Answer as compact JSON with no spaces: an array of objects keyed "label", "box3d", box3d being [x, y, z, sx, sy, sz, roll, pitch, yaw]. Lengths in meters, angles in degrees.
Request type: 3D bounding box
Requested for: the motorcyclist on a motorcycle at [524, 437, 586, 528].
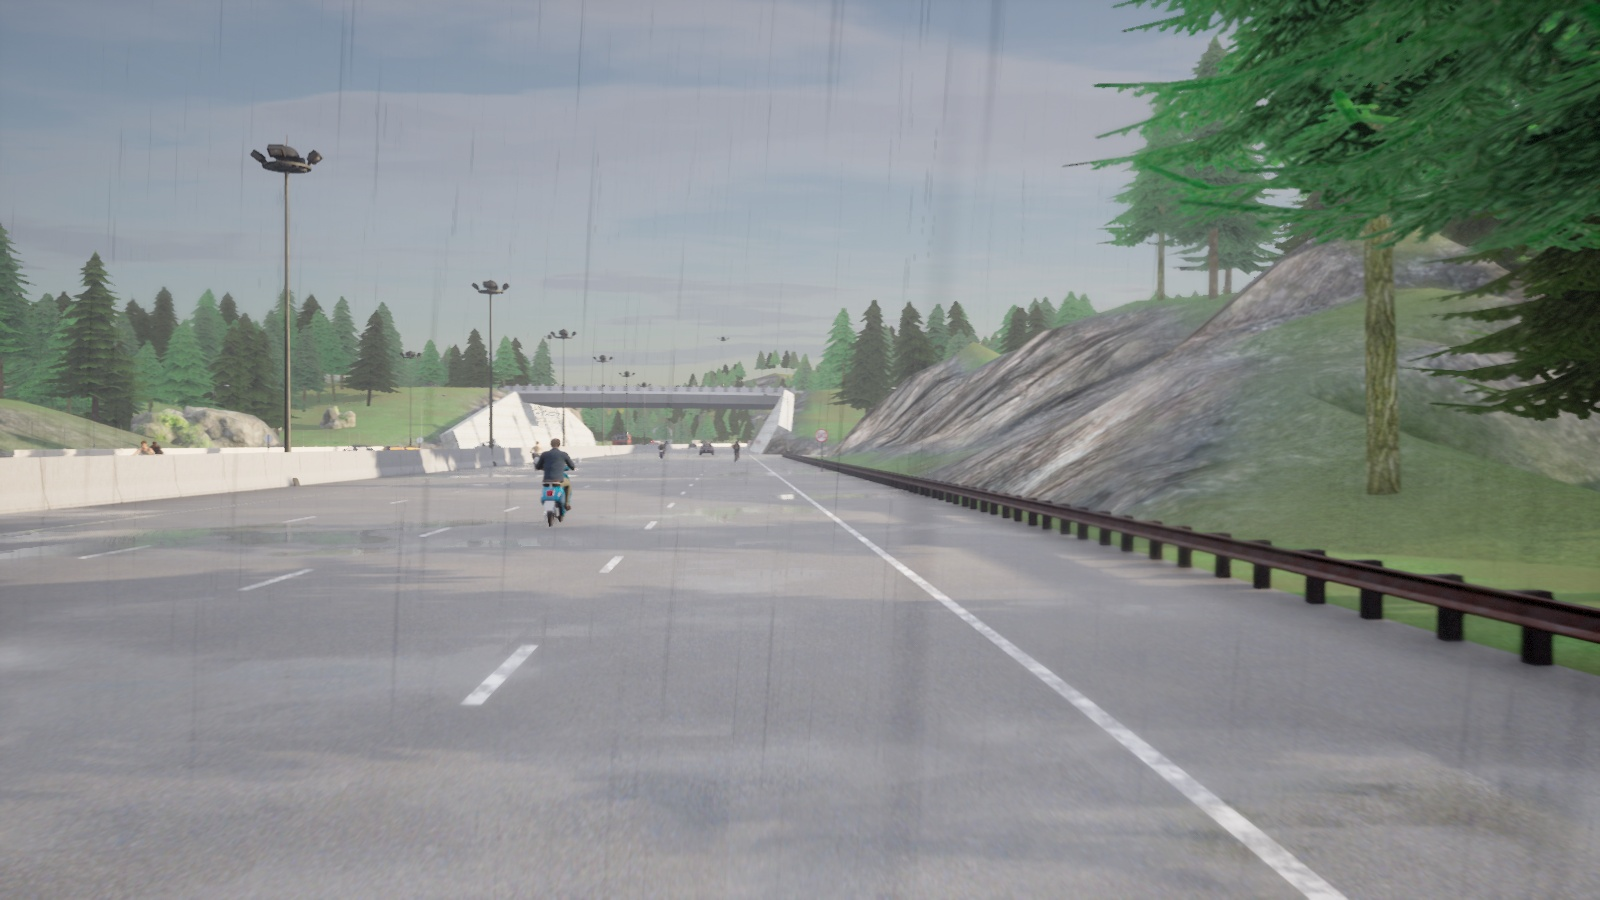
[{"label":"motorcyclist on a motorcycle","box3d":[-4.462,0.569,23.019,0.866,1.590,1.817,0,0,-3]}]
